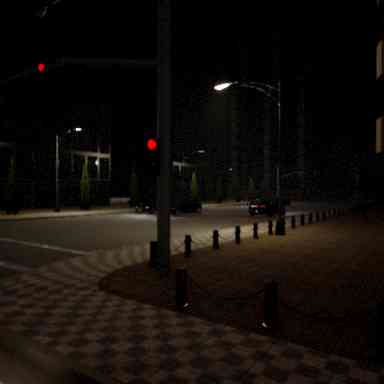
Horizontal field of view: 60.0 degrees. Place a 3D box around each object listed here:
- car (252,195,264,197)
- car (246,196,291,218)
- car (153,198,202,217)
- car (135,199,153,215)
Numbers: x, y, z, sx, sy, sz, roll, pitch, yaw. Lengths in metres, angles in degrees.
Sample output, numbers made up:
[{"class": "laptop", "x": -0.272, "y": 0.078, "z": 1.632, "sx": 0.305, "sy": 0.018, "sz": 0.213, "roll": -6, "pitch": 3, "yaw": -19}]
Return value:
[{"class": "car", "x": 10.297, "y": 1.230, "z": 52.360, "sx": 2.097, "sy": 1.767, "sz": 4.553, "roll": 0, "pitch": 0, "yaw": 36}, {"class": "car", "x": 6.731, "y": 1.401, "z": 29.359, "sx": 2.128, "sy": 1.511, "sz": 4.902, "roll": 0, "pitch": 0, "yaw": 36}, {"class": "car", "x": -1.019, "y": 1.366, "z": 30.740, "sx": 1.882, "sy": 1.535, "sz": 5.008, "roll": 0, "pitch": 0, "yaw": 36}, {"class": "car", "x": -3.596, "y": 1.404, "z": 33.126, "sx": 1.812, "sy": 1.442, "sz": 4.674, "roll": 0, "pitch": 0, "yaw": 35}]
